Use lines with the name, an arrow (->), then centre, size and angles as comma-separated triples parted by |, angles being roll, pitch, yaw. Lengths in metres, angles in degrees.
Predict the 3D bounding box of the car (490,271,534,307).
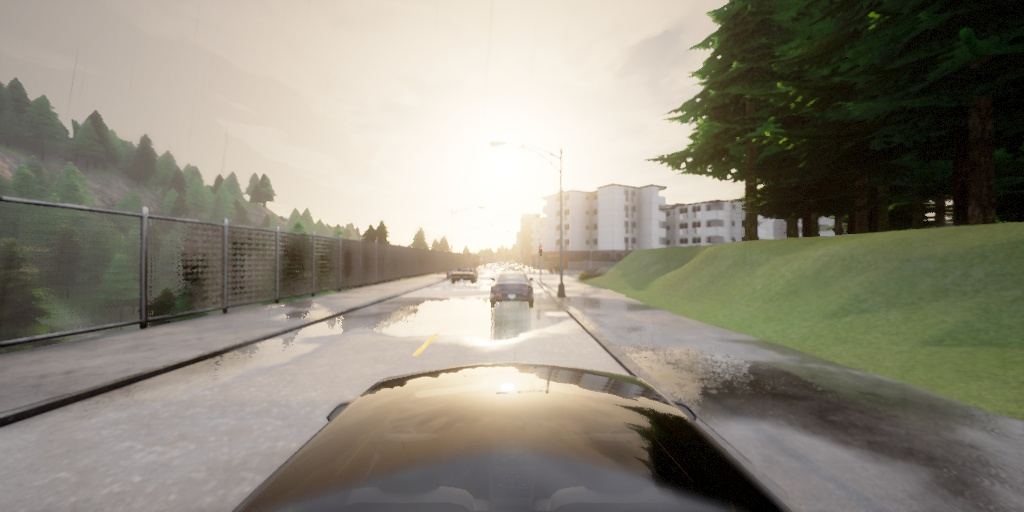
car -> 0.006, 1.410, 16.222 | 1.812, 1.442, 4.674 | 0, 0, 0

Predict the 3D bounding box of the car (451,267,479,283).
car -> -4.004, 1.620, 30.827 | 1.895, 1.301, 4.718 | 0, -1, 0
